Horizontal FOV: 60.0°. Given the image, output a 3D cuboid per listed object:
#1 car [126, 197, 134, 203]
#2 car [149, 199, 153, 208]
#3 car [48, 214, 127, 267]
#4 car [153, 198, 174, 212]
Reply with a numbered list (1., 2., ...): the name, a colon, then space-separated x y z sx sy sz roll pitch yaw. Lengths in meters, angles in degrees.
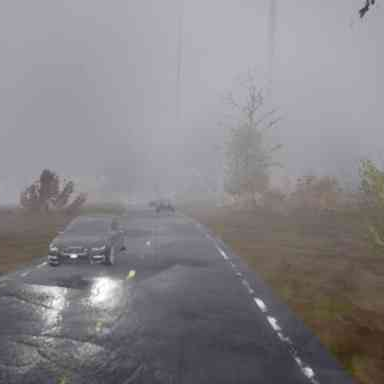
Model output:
1. car: -16.612 2.065 89.031 1.837 1.490 4.892 0 0 -13
2. car: -6.320 1.825 56.984 1.882 1.535 5.008 0 0 -12
3. car: -3.461 1.577 11.816 1.837 1.490 4.892 0 0 -3
4. car: -3.487 1.604 42.165 2.097 1.767 4.553 0 0 -9
